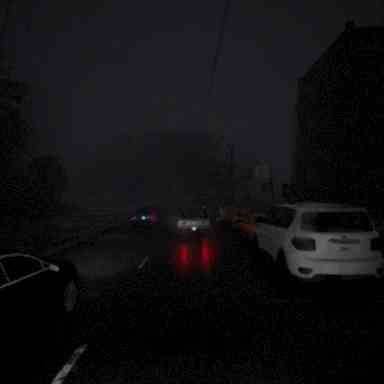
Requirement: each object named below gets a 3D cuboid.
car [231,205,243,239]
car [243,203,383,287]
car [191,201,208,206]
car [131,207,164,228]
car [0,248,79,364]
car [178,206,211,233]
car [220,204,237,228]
[{"bbox_3d":[3.240,1.614,15.539,1.946,1.575,5.366,0,0,0],"label":"car"},{"bbox_3d":[3.231,1.315,9.733,2.435,2.045,5.566,0,-1,0],"label":"car"},{"bbox_3d":[0.861,1.830,38.978,2.128,1.511,4.902,0,0,5],"label":"car"},{"bbox_3d":[-3.112,1.756,23.976,2.033,1.411,5.357,0,0,0],"label":"car"},{"bbox_3d":[-3.146,1.533,4.659,2.128,1.511,4.902,0,-1,0],"label":"car"},{"bbox_3d":[0.125,1.783,20.827,1.895,1.301,4.718,0,0,0],"label":"car"},{"bbox_3d":[3.260,1.712,26.587,1.946,1.575,5.366,0,-1,0],"label":"car"}]
